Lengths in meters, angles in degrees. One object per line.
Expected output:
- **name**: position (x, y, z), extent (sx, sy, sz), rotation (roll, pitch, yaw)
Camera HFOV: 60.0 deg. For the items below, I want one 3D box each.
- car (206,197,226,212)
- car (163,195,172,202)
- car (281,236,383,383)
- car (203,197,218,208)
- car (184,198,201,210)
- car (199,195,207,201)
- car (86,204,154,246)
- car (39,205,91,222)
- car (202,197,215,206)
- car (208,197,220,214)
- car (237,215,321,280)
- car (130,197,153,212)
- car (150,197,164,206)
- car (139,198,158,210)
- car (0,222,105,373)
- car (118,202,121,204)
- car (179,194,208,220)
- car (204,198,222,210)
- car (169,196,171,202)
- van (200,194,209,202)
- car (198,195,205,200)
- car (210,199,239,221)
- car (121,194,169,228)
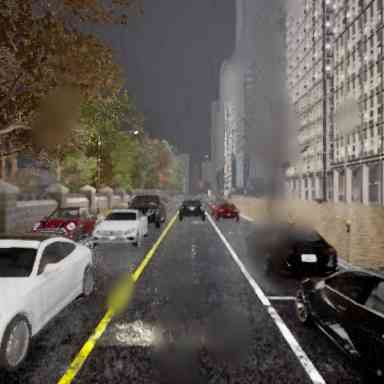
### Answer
- **car**: position (2.694, 1.406, 37.901), extent (1.967, 1.590, 4.097), rotation (0, 0, 0)
- **car**: position (-5.685, 1.489, 77.158), extent (1.752, 1.417, 4.829), rotation (0, 0, 0)
- **car**: position (2.691, 1.560, 4.107), extent (1.947, 1.339, 4.313), rotation (0, 0, 0)
- **car**: position (2.694, 1.512, 49.165), extent (2.008, 1.369, 4.403), rotation (0, 0, 0)
- **car**: position (0.068, 1.528, 42.835), extent (1.994, 1.385, 4.181), rotation (0, 0, 0)
- **car**: position (2.696, 1.548, 82.959), extent (1.802, 1.307, 4.206), rotation (0, 0, 0)
- **car**: position (-3.086, 1.508, 15.222), extent (1.812, 1.442, 4.674), rotation (0, 0, 0)
- **car**: position (-5.688, 1.422, 15.373), extent (1.967, 1.590, 4.097), rotation (0, 0, 0)
- **car**: position (2.694, 1.542, 54.798), extent (1.802, 1.307, 4.206), rotation (0, 0, 0)
- **car**: position (2.694, 1.409, 32.269), extent (1.967, 1.590, 4.097), rotation (0, 0, 0)
- **car**: position (2.692, 1.554, 9.740), extent (1.947, 1.339, 4.313), rotation (0, 0, 0)
- **car**: position (-5.686, 1.406, 37.901), extent (1.967, 1.590, 4.097), rotation (0, 0, 0)
- **car**: position (-5.686, 1.505, 54.798), extent (1.887, 1.381, 4.507), rotation (0, 0, 0)
- **car**: position (-5.687, 1.508, 43.534), extent (1.887, 1.381, 4.507), rotation (0, 0, 0)
- **car**: position (-3.086, 1.518, 5.752), extent (1.812, 1.442, 4.674), rotation (0, 0, 0)
- **car**: position (-5.687, 1.498, 26.468), extent (1.752, 1.417, 4.829), rotation (0, 0, 0)
- **car**: position (0.023, 1.324, 27.740), extent (2.097, 1.767, 4.553), rotation (0, 0, 0)
- **car**: position (2.694, 1.514, 43.533), extent (2.008, 1.369, 4.403), rotation (0, 0, 0)
- **car**: position (-5.685, 1.504, 66.063), extent (1.887, 1.381, 4.507), rotation (0, 0, 0)
- **van**: position (2.696, 1.302, 71.696), extent (1.690, 1.788, 3.998), rotation (0, 0, 0)
- **car**: position (2.697, 1.556, 94.224), extent (1.802, 1.307, 4.206), rotation (0, 0, 0)
- **car**: position (2.693, 1.517, 26.638), extent (1.887, 1.381, 4.507), rotation (0, 0, 0)
- **car**: position (-2.999, 1.190, 22.528), extent (2.150, 2.045, 5.566), rotation (0, 0, 0)
